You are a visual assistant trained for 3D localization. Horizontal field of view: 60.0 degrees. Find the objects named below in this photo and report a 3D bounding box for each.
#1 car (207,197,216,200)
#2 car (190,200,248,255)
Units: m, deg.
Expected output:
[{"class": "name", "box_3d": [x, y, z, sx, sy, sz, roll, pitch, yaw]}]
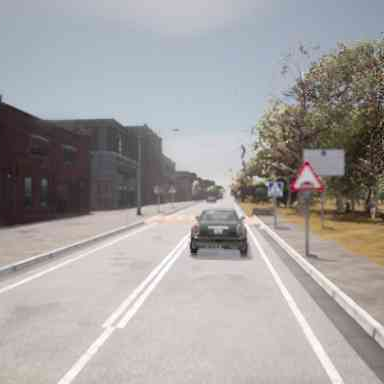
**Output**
[{"class": "car", "box_3d": [4.275, 1.720, 72.490, 1.994, 1.385, 4.181, 0, -1, 6]}, {"class": "car", "box_3d": [1.150, 1.396, 13.774, 2.097, 1.767, 4.553, 0, 0, 6]}]
